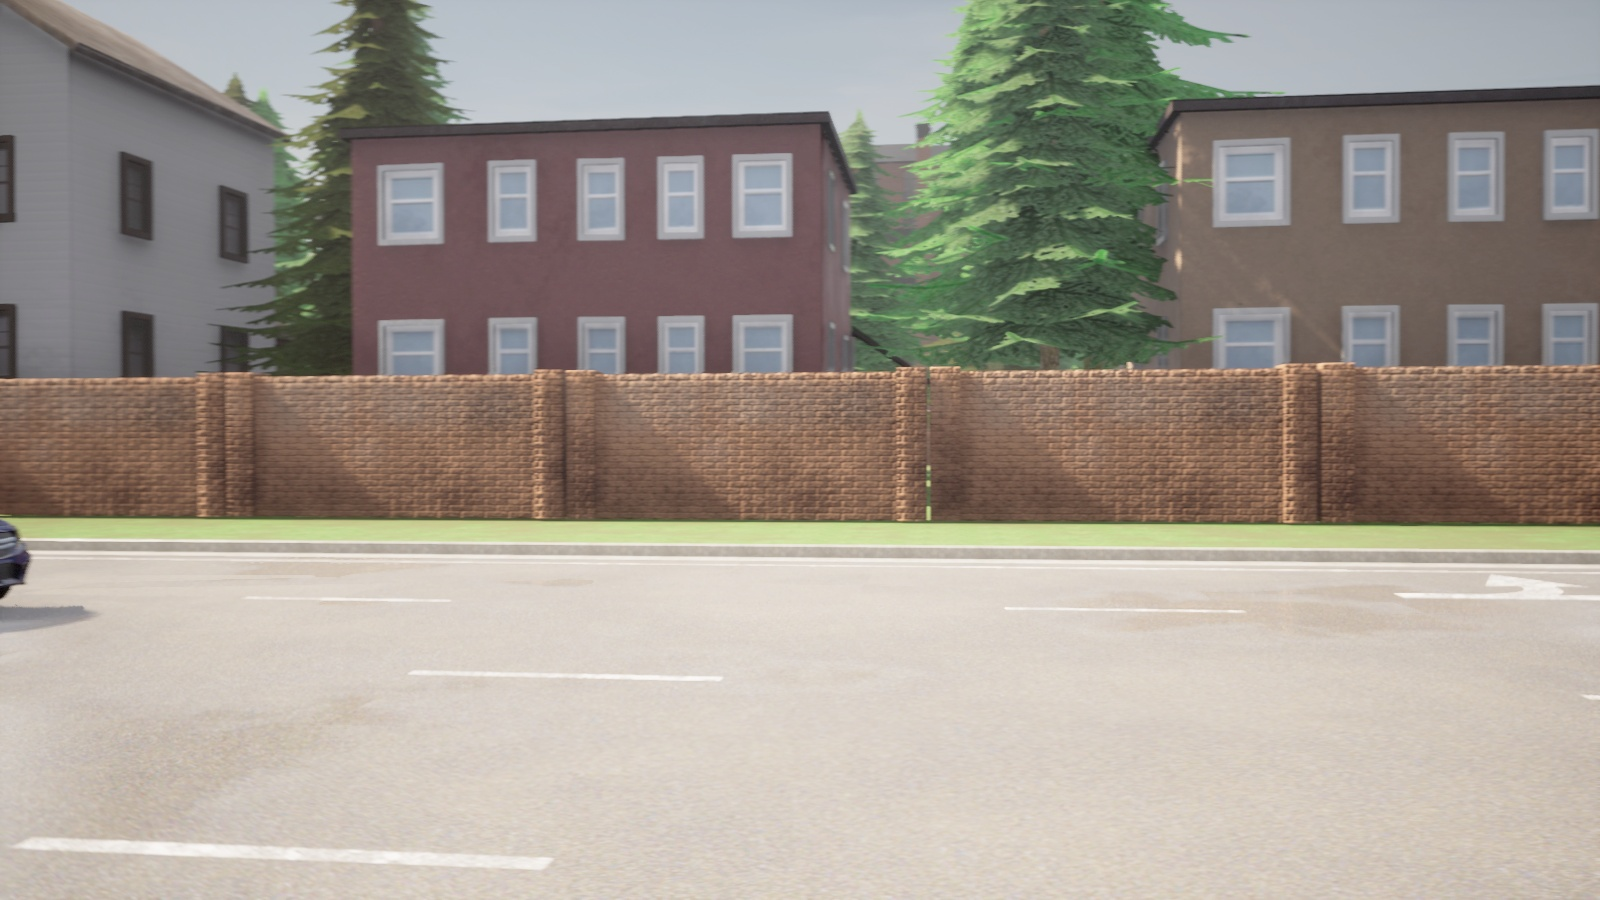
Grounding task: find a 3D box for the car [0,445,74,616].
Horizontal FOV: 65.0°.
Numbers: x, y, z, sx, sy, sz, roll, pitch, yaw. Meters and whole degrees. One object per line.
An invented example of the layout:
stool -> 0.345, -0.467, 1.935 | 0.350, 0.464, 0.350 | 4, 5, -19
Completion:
car -> -9.115, 0.674, 10.958 | 4.674, 1.442, 1.812 | 0, 1, 7
